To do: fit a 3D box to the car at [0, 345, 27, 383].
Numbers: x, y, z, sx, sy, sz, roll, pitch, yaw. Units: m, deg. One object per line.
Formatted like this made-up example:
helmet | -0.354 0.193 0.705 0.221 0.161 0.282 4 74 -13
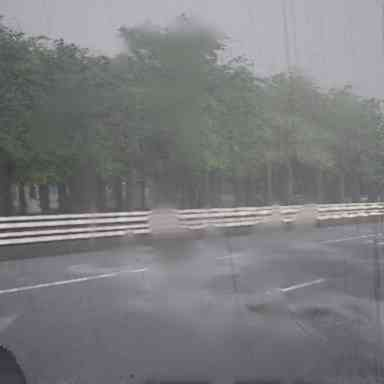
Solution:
car | -3.439 1.535 1.178 5.357 1.411 2.033 0 0 -37
